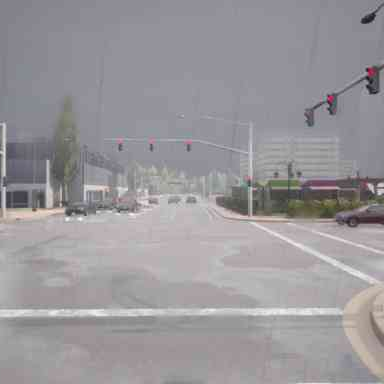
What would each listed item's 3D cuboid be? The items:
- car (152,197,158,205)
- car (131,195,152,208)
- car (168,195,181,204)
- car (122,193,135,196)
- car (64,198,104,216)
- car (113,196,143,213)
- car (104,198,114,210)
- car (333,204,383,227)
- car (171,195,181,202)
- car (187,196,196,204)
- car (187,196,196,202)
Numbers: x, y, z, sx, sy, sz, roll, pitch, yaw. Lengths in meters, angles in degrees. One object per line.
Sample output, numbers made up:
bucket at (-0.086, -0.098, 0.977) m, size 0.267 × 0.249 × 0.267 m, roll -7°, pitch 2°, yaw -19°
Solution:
car at (-7.170, 1.564, 59.557) m, size 1.994 × 1.385 × 4.181 m, roll 0°, pitch 0°, yaw 1°
car at (-7.172, 1.526, 46.860) m, size 1.812 × 1.442 × 4.674 m, roll 0°, pitch 0°, yaw 0°
car at (-3.608, 1.547, 64.559) m, size 2.033 × 1.411 × 5.357 m, roll 0°, pitch 0°, yaw 0°
car at (-10.680, 1.222, 55.452) m, size 2.150 × 2.045 × 5.566 m, roll 0°, pitch 0°, yaw 0°
car at (-10.654, 1.547, 32.583) m, size 2.033 × 1.411 × 5.357 m, roll 0°, pitch 0°, yaw 0°
car at (-7.163, 1.505, 37.675) m, size 1.837 × 1.490 × 4.892 m, roll 0°, pitch 0°, yaw 0°
car at (-10.669, 1.505, 42.139) m, size 1.837 × 1.490 × 4.892 m, roll 0°, pitch 0°, yaw 0°
car at (11.769, 1.526, 21.917) m, size 4.674 × 1.442 × 1.812 m, roll 0°, pitch 0°, yaw 1°
car at (-3.625, 1.425, 74.832) m, size 1.994 × 1.385 × 4.181 m, roll 0°, pitch 0°, yaw 0°
car at (-0.108, 1.491, 64.565) m, size 2.128 × 1.511 × 4.902 m, roll 0°, pitch 0°, yaw 0°
car at (-0.125, 1.468, 74.870) m, size 1.895 × 1.301 × 4.718 m, roll 0°, pitch 0°, yaw 0°
